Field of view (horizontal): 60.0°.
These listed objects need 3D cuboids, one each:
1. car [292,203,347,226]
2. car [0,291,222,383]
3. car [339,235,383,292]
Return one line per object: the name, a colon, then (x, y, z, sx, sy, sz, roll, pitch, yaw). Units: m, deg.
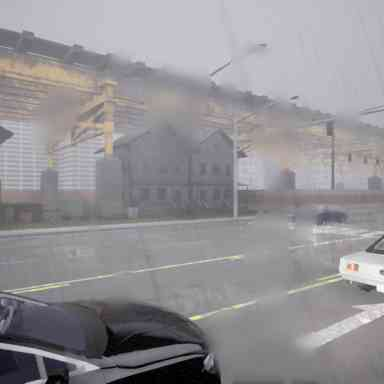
car: (9.033, 1.526, 23.305, 4.674, 1.442, 1.812, 0, 0, -35)
car: (-1.951, 1.492, 2.354, 4.902, 1.511, 2.128, 0, 0, -35)
car: (5.565, 1.601, 7.740, 4.718, 1.301, 1.895, 0, 0, -35)
